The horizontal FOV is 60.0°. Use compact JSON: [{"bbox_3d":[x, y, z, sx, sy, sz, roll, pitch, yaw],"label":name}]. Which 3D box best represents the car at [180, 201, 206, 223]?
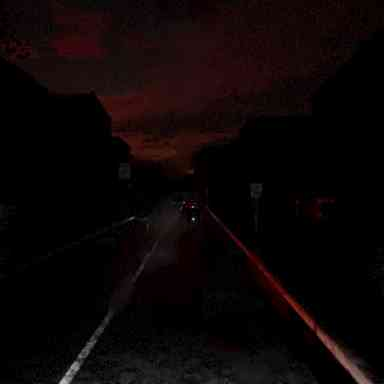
[{"bbox_3d":[0.099,1.633,25.858,1.895,1.301,4.718,0,0,0],"label":"car"}]

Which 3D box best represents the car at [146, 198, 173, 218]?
[{"bbox_3d":[-3.111,1.543,31.215,1.837,1.490,4.892,0,0,0],"label":"car"}]

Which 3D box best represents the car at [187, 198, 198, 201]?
[{"bbox_3d":[0.105,1.557,42.879,1.837,1.490,4.892,0,0,0],"label":"car"}]

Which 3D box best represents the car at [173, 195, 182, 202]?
[{"bbox_3d":[-3.228,1.406,72.347,1.994,1.385,4.181,0,1,0],"label":"car"}]
